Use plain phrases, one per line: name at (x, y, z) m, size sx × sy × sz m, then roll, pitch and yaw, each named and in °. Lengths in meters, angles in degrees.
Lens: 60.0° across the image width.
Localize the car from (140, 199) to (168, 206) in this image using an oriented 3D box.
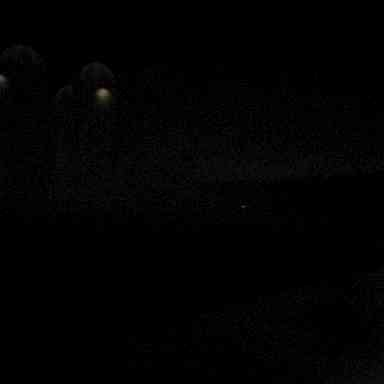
car at (-5.263, 1.636, 45.635) m, size 1.895 × 1.301 × 4.718 m, roll 0°, pitch 0°, yaw -36°

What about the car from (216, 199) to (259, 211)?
car at (4.307, 1.455, 32.177) m, size 2.097 × 1.767 × 4.553 m, roll 0°, pitch 0°, yaw -36°
